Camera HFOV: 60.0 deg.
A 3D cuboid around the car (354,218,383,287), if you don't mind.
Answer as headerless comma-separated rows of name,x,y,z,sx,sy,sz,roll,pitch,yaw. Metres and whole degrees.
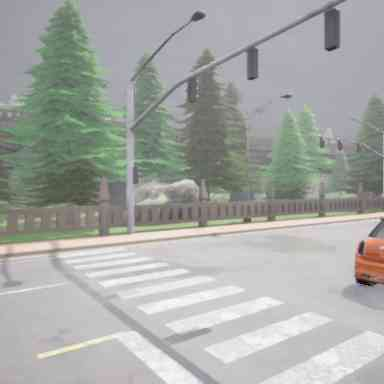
car,5.916,1.304,7.964,4.553,1.767,2.097,0,0,-35
